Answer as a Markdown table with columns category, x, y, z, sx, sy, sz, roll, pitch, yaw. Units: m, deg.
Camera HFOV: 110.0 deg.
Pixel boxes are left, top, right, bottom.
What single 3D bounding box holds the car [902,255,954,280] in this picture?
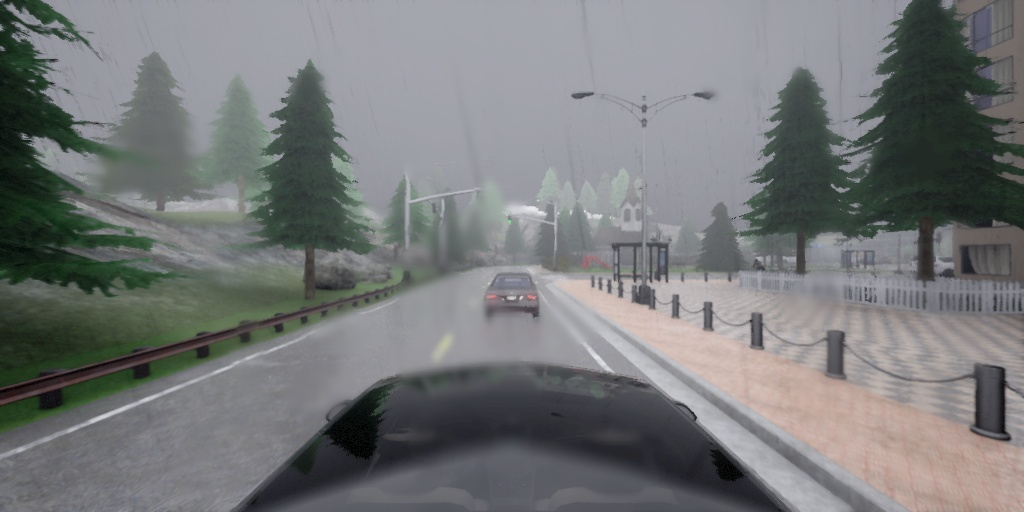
| category | x | y | z | sx | sy | sz | roll | pitch | yaw |
| --- | --- | --- | --- | --- | --- | --- | --- | --- | --- |
| car | 37.673 | 0.972 | 30.822 | 5.566 | 2.045 | 2.150 | 0 | 0 | 0 |

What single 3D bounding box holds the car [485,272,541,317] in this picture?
| category | x | y | z | sx | sy | sz | roll | pitch | yaw |
| --- | --- | --- | --- | --- | --- | --- | --- | --- | --- |
| car | 0.043 | 1.304 | 13.126 | 2.033 | 1.411 | 5.357 | 0 | 0 | 1 |

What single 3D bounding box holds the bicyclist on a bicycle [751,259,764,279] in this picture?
| category | x | y | z | sx | sy | sz | roll | pitch | yaw |
| --- | --- | --- | --- | --- | --- | --- | --- | --- | --- |
| bicyclist on a bicycle | 18.359 | 1.049 | 26.804 | 0.582 | 1.620 | 1.656 | 0 | 0 | 0 |
